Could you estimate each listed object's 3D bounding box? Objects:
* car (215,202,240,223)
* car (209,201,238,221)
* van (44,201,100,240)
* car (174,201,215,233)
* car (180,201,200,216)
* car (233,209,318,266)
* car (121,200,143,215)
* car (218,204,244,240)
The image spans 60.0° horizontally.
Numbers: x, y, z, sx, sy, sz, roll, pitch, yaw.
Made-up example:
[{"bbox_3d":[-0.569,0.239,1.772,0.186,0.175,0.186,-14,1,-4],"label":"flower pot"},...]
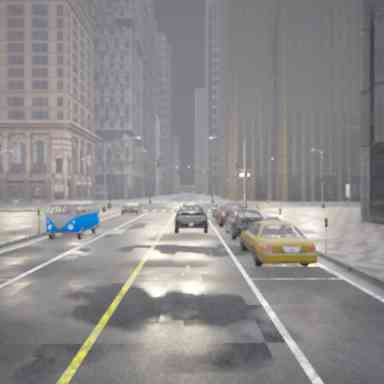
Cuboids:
[{"bbox_3d":[2.602,1.423,22.413,1.967,1.590,4.097,0,0,0],"label":"car"},{"bbox_3d":[2.560,1.529,28.054,2.008,1.369,4.403,0,0,0],"label":"car"},{"bbox_3d":[-5.882,1.338,16.708,1.690,1.788,3.998,0,0,0],"label":"van"},{"bbox_3d":[-0.045,1.479,19.589,2.128,1.511,4.902,0,0,0],"label":"car"},{"bbox_3d":[-0.142,1.577,33.621,1.895,1.301,4.718,0,0,0],"label":"car"},{"bbox_3d":[2.684,1.517,11.302,1.752,1.417,4.829,0,0,0],"label":"car"},{"bbox_3d":[-6.007,1.533,33.631,2.008,1.369,4.403,0,0,0],"label":"car"},{"bbox_3d":[2.644,1.539,16.772,2.008,1.369,4.403,0,0,0],"label":"car"}]
